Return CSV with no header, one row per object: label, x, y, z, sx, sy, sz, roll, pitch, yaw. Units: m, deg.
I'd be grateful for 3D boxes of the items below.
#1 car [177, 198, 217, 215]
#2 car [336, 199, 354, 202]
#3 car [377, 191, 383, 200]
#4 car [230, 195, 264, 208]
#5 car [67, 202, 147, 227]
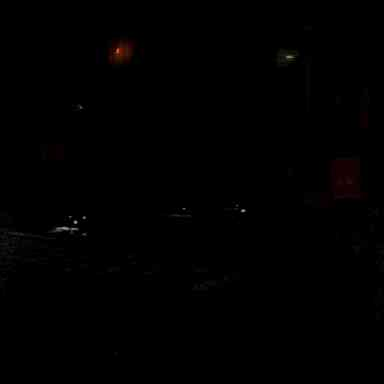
car,0.469,1.205,29.675,1.994,1.385,4.181,0,1,36
car,23.015,0.777,50.075,1.994,1.385,4.181,0,1,35
car,32.090,0.564,57.324,1.837,1.490,4.892,0,1,35
car,6.452,1.038,38.164,2.033,1.411,5.357,0,1,36
car,-5.273,1.338,21.531,2.033,1.411,5.357,0,1,35
